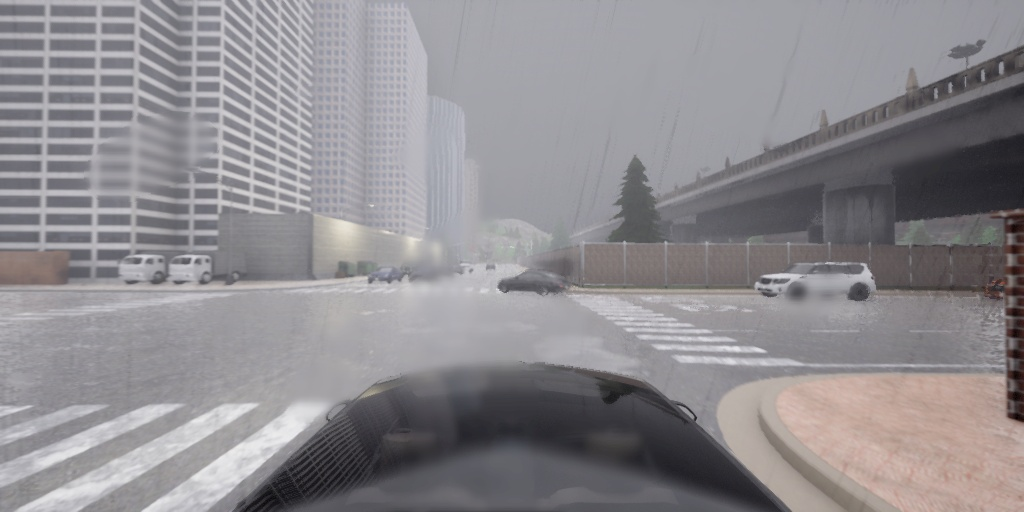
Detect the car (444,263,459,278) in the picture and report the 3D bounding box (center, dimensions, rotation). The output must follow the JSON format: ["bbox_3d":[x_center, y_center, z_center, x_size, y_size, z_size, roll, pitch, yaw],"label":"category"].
[{"bbox_3d":[-7.595,1.799,40.856,1.994,1.385,4.181,0,-1,-1],"label":"car"}]

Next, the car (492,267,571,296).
[{"bbox_3d":[1.300,1.600,21.841,4.674,1.442,1.812,0,0,37],"label":"car"}]

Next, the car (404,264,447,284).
[{"bbox_3d":[-7.483,1.660,31.619,2.033,1.411,5.357,0,-1,-1],"label":"car"}]

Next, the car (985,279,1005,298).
[{"bbox_3d":[29.204,1.538,19.697,4.553,1.767,2.097,0,-1,-1],"label":"car"}]

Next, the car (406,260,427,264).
[{"bbox_3d":[-11.098,1.442,41.081,2.150,2.045,5.566,0,-1,0],"label":"car"}]

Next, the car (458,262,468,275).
[{"bbox_3d":[-7.678,1.911,49.251,1.994,1.385,4.181,0,-1,-1],"label":"car"}]

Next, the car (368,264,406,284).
[{"bbox_3d":[-10.981,1.618,31.376,1.812,1.442,4.674,0,-1,-1],"label":"car"}]

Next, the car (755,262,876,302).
[{"bbox_3d":[16.436,1.343,19.544,5.566,2.045,2.150,0,-1,-1],"label":"car"}]

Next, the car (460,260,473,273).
[{"bbox_3d":[-7.743,1.710,59.902,2.150,2.045,5.566,0,-1,-1],"label":"car"}]
